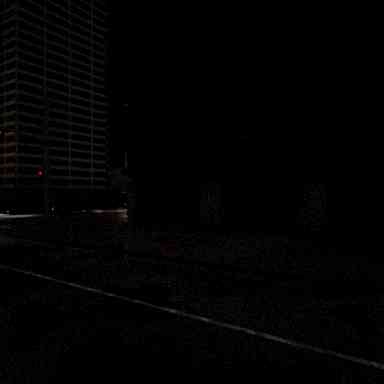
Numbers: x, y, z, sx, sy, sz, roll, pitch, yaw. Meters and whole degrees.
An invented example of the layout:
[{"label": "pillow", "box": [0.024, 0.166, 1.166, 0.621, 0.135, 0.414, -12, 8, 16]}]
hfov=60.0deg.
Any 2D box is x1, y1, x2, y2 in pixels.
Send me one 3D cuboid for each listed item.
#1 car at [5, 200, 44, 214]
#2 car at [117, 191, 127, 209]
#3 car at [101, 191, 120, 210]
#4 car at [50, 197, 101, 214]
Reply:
[{"label": "car", "box": [-17.091, 1.547, 35.868, 2.033, 1.411, 5.357, 0, 0, 35]}, {"label": "car", "box": [-6.815, 1.221, 44.397, 2.150, 2.045, 5.566, 0, 0, 36]}, {"label": "car", "box": [-10.963, 1.221, 44.590, 2.150, 2.045, 5.566, 0, 0, 35]}, {"label": "car", "box": [-12.779, 1.491, 35.916, 2.128, 1.511, 4.902, 0, 0, 35]}]
